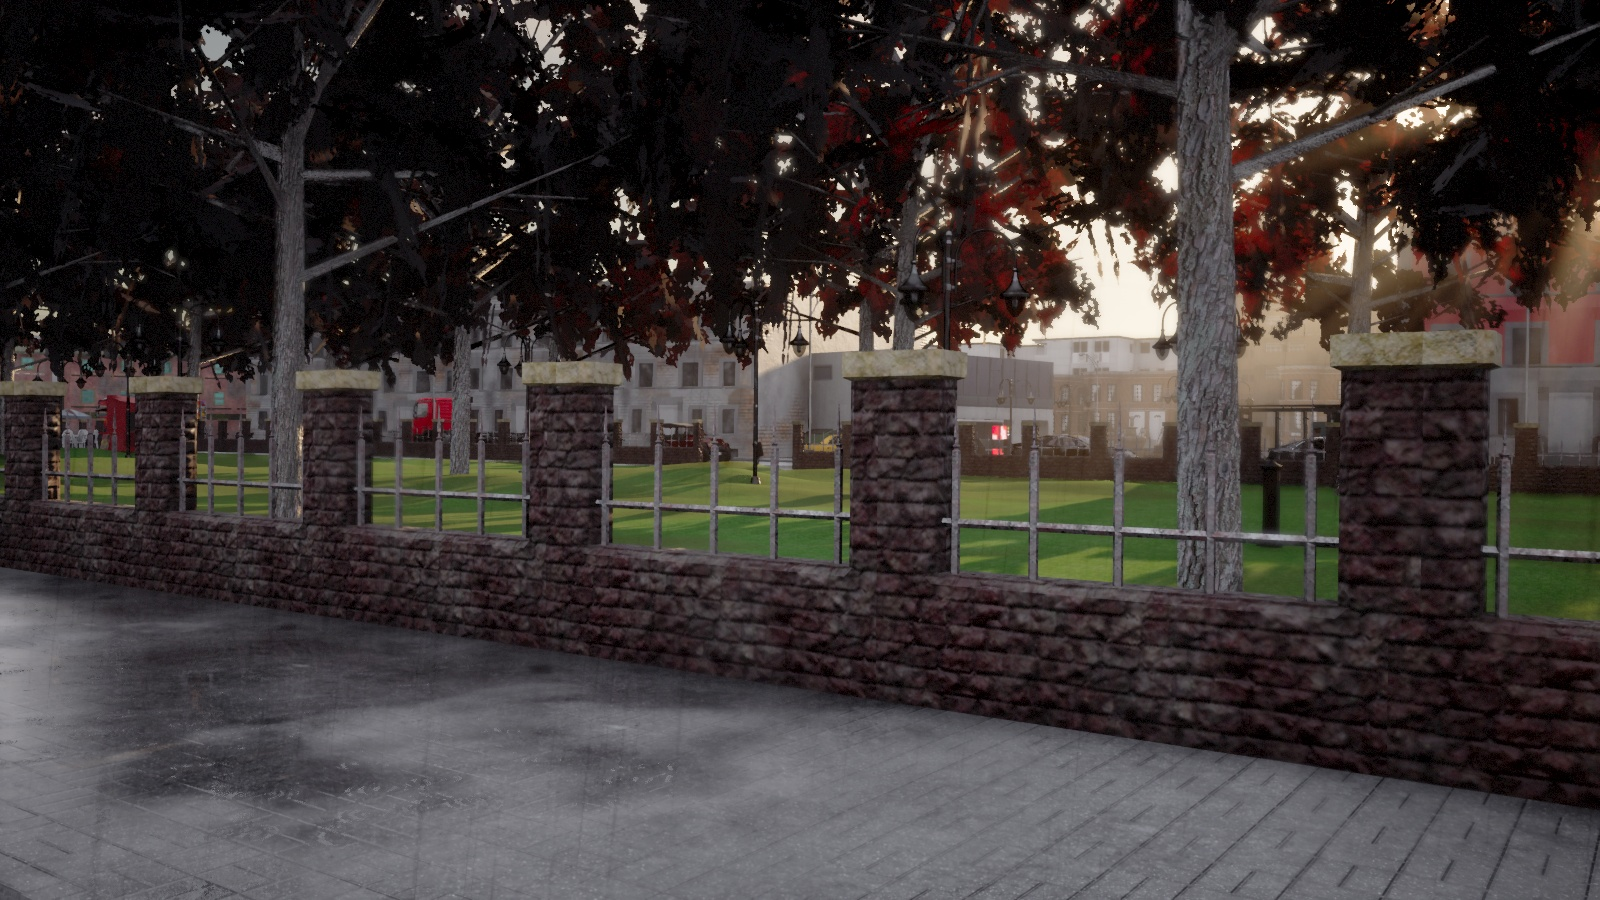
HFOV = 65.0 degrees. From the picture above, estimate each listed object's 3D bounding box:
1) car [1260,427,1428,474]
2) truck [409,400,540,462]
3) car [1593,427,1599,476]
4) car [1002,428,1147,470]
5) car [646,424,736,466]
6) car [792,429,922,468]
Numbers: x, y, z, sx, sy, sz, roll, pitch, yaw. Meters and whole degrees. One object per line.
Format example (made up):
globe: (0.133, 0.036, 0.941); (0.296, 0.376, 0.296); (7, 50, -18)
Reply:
car: (18.149, -0.001, 41.978); (4.892, 1.490, 1.837); (0, 1, 35)
truck: (-18.963, -1.075, 72.916); (7.936, 3.462, 2.891); (0, 1, 35)
car: (25.908, 0.024, 36.535); (4.674, 1.442, 1.812); (0, 1, 36)
car: (10.341, -0.054, 47.469); (4.902, 1.511, 2.128); (0, 1, 35)
car: (-5.074, -0.222, 58.304); (3.866, 1.878, 1.905); (0, 1, 35)
car: (2.360, -0.076, 53.081); (5.366, 1.575, 1.801); (0, 1, 35)
